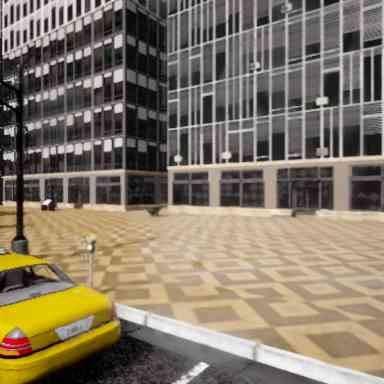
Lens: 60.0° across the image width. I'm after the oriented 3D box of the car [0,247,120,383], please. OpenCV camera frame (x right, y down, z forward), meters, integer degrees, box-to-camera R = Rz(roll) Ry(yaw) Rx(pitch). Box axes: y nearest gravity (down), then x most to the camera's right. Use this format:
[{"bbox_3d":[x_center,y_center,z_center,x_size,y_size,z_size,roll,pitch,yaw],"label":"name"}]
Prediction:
[{"bbox_3d":[-3.222,1.538,5.168,4.829,1.417,1.752,0,0,36],"label":"car"}]
